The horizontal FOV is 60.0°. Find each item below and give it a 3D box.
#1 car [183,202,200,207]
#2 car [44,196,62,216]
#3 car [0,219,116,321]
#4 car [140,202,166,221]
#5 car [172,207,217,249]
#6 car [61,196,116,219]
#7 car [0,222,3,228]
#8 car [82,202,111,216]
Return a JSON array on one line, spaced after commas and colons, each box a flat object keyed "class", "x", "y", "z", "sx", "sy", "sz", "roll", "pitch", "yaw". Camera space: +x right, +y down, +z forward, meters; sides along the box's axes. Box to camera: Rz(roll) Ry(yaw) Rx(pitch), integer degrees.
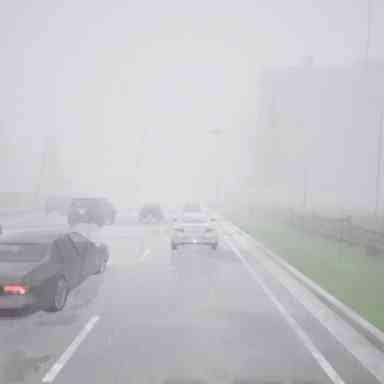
[{"class": "car", "x": -0.025, "y": 1.808, "z": 37.674, "sx": 1.994, "sy": 1.385, "sz": 4.181, "roll": 0, "pitch": 0, "yaw": 0}, {"class": "car", "x": -14.020, "y": 1.458, "z": 36.110, "sx": 2.150, "sy": 2.045, "sz": 5.566, "roll": 0, "pitch": 0, "yaw": 0}, {"class": "car", "x": -3.397, "y": 1.598, "z": 7.710, "sx": 2.033, "sy": 1.411, "sz": 5.357, "roll": 0, "pitch": 0, "yaw": 0}, {"class": "car", "x": -3.485, "y": 1.698, "z": 29.580, "sx": 1.837, "sy": 1.490, "sz": 4.892, "roll": 0, "pitch": 0, "yaw": 0}, {"class": "car", "x": 0.093, "y": 1.622, "z": 14.909, "sx": 1.812, "sy": 1.442, "sz": 4.674, "roll": 0, "pitch": 0, "yaw": 0}, {"class": "car", "x": -6.952, "y": 1.376, "z": 23.564, "sx": 2.150, "sy": 2.045, "sz": 5.566, "roll": 0, "pitch": 0, "yaw": 0}, {"class": "car", "x": -10.408, "y": 1.603, "z": 14.805, "sx": 1.837, "sy": 1.490, "sz": 4.892, "roll": 0, "pitch": 0, "yaw": 0}, {"class": "car", "x": -10.526, "y": 1.804, "z": 37.033, "sx": 1.994, "sy": 1.385, "sz": 4.181, "roll": 0, "pitch": 0, "yaw": 0}]
